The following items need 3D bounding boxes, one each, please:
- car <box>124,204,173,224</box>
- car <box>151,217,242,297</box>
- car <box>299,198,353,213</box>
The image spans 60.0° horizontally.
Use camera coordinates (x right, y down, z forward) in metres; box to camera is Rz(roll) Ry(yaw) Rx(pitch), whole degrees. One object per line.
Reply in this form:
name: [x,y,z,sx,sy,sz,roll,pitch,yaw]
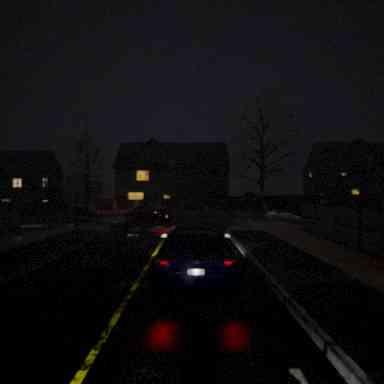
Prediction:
car: [-3.358,1.618,25.448,1.812,1.442,4.674,0,-1,-42]
car: [0.098,1.587,8.713,1.994,1.385,4.181,0,0,0]
car: [11.413,1.270,27.809,4.674,1.442,1.812,-1,1,0]
